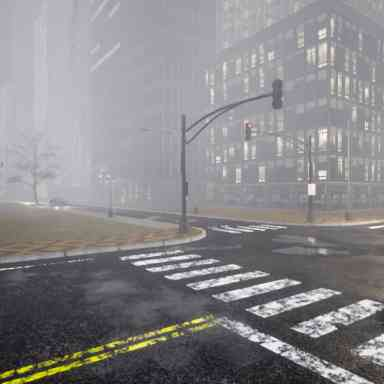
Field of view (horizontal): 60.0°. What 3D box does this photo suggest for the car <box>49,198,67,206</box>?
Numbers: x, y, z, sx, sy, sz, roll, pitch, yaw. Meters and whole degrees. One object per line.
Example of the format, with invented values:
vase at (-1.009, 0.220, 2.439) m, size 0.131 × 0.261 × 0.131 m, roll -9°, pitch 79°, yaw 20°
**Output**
car at (-21.807, 1.606, 54.157) m, size 1.895 × 1.301 × 4.718 m, roll 0°, pitch 0°, yaw -35°
